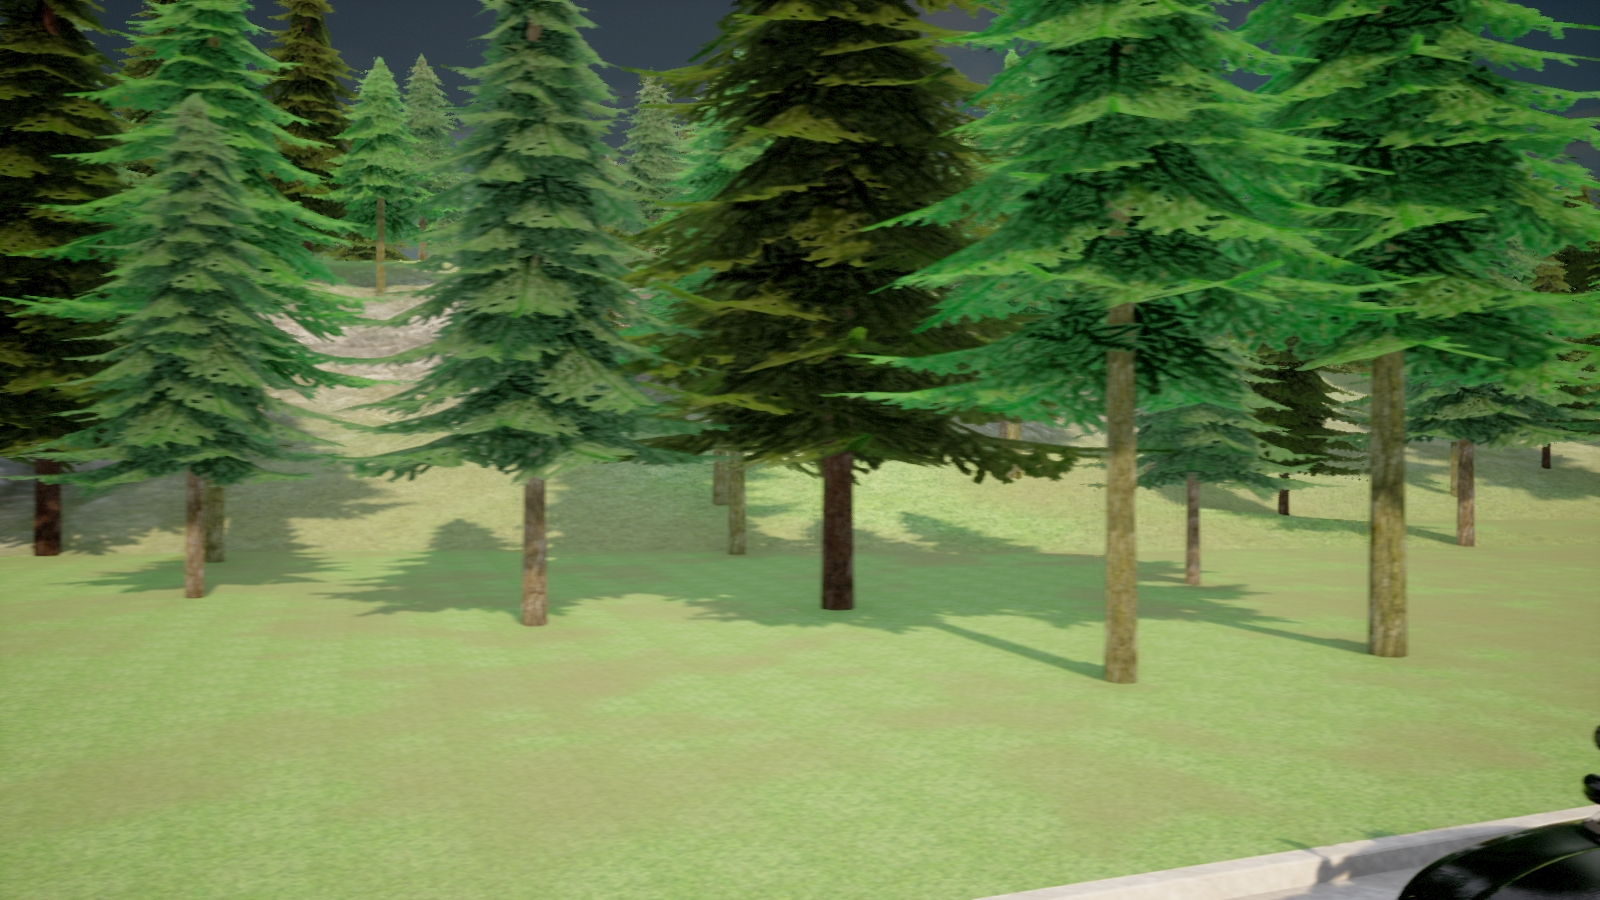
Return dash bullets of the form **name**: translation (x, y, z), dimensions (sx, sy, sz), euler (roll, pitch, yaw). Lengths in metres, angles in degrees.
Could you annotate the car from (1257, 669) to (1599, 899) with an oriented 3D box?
- **car**: translation (4.946, 1.984, 5.216), dimensions (5.238, 1.638, 2.097), euler (0, 0, -20)
